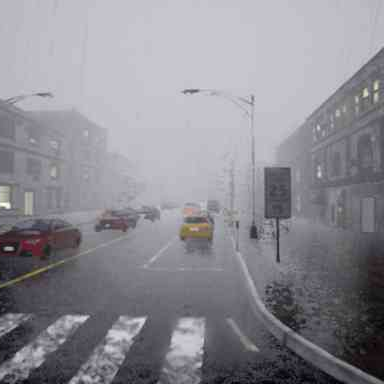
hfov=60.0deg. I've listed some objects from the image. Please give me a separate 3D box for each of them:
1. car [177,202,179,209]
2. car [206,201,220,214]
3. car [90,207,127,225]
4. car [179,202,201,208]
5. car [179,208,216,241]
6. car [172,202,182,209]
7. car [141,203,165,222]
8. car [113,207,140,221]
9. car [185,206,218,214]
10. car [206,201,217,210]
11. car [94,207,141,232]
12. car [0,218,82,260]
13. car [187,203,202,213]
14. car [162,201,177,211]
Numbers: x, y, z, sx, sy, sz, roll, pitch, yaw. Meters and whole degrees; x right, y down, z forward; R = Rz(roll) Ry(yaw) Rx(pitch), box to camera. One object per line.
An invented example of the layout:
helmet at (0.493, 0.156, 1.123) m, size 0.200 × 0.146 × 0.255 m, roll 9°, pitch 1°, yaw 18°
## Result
car at (-3.999, 3.126, 73.969) m, size 1.802 × 1.307 × 4.206 m, roll 0°, pitch -1°, yaw 4°
car at (3.001, 2.484, 49.023) m, size 1.837 × 1.490 × 4.892 m, roll 0°, pitch -1°, yaw 4°
car at (-7.289, 2.072, 29.669) m, size 1.752 × 1.417 × 4.829 m, roll 0°, pitch -1°, yaw 4°
car at (-0.184, 2.293, 47.283) m, size 2.097 × 1.767 × 4.553 m, roll 0°, pitch -1°, yaw 4°
car at (0.273, 1.819, 18.353) m, size 1.752 × 1.417 × 4.829 m, roll 0°, pitch -1°, yaw 4°
car at (-3.587, 3.109, 79.489) m, size 1.967 × 1.590 × 4.097 m, roll 0°, pitch -1°, yaw 4°
car at (-4.417, 2.119, 33.289) m, size 2.128 × 1.511 × 4.902 m, roll 0°, pitch -1°, yaw 5°
car at (-6.867, 2.256, 35.354) m, size 1.802 × 1.307 × 4.206 m, roll 0°, pitch -1°, yaw 4°
car at (0.670, 1.963, 23.700) m, size 2.008 × 1.369 × 4.403 m, roll 0°, pitch -1°, yaw 4°
car at (3.951, 2.719, 67.837) m, size 2.192 × 1.841 × 5.009 m, roll 0°, pitch -1°, yaw 4°
car at (-5.195, 1.961, 22.957) m, size 1.994 × 1.385 × 4.181 m, roll 0°, pitch -1°, yaw 4°
car at (-5.936, 1.739, 13.020) m, size 1.994 × 1.385 × 4.181 m, roll 0°, pitch -1°, yaw 4°
car at (0.474, 2.632, 56.179) m, size 2.128 × 1.511 × 4.902 m, roll 0°, pitch -1°, yaw 4°
car at (-4.816, 2.609, 62.943) m, size 2.192 × 1.841 × 5.009 m, roll 0°, pitch -1°, yaw 4°
